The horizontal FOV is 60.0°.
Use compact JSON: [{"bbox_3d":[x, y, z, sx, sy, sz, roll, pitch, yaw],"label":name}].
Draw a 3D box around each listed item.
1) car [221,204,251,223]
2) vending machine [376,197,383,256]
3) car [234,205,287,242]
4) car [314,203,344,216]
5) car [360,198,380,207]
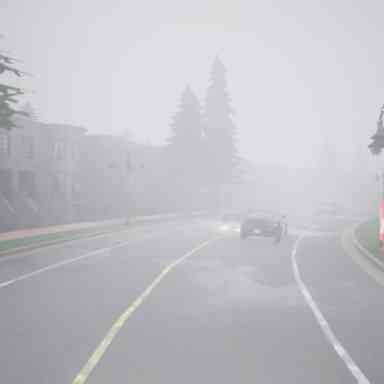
[{"bbox_3d":[3.810,1.606,25.098,1.994,1.385,4.181,0,0,30],"label":"car"},{"bbox_3d":[7.463,1.262,12.174,1.100,2.100,0.880,0,0,18],"label":"vending machine"},{"bbox_3d":[3.692,1.563,16.750,1.812,1.442,4.674,0,0,21],"label":"car"},{"bbox_3d":[14.084,1.731,33.859,1.895,1.301,4.718,0,0,37],"label":"car"},{"bbox_3d":[30.418,1.780,56.927,4.902,1.511,2.128,0,0,-42],"label":"car"}]
